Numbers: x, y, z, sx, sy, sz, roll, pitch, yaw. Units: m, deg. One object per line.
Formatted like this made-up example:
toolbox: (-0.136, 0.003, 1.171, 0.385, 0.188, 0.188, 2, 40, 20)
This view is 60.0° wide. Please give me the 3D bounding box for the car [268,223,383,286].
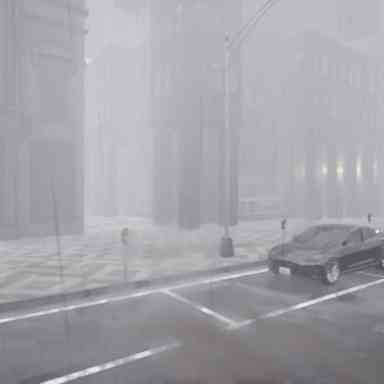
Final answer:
car: (4.091, 1.606, 9.566, 4.313, 1.339, 1.947, 0, 0, -35)
